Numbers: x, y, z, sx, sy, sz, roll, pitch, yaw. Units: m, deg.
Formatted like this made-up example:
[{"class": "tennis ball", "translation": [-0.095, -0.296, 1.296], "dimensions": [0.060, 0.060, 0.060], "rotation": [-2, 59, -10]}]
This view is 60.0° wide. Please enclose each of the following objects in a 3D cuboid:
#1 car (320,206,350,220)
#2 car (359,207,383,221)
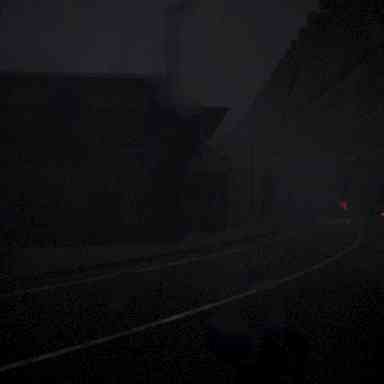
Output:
[{"class": "car", "translation": [15.509, 2.262, 36.183], "dimensions": [1.994, 1.385, 4.181], "rotation": [0, -1, 2]}, {"class": "car", "translation": [19.063, 2.224, 34.079], "dimensions": [2.033, 1.411, 5.357], "rotation": [0, -1, 6]}]
